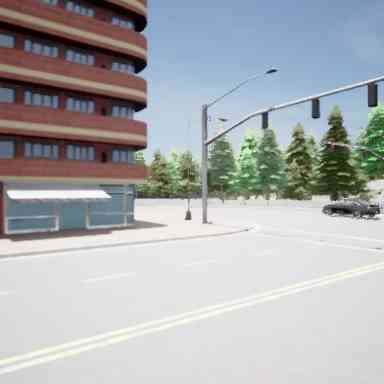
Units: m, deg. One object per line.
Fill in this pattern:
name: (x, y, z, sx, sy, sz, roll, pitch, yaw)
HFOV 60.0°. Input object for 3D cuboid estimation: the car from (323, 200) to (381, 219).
car: (13.549, 1.418, 28.595, 2.128, 1.511, 4.902, 0, 0, -28)
